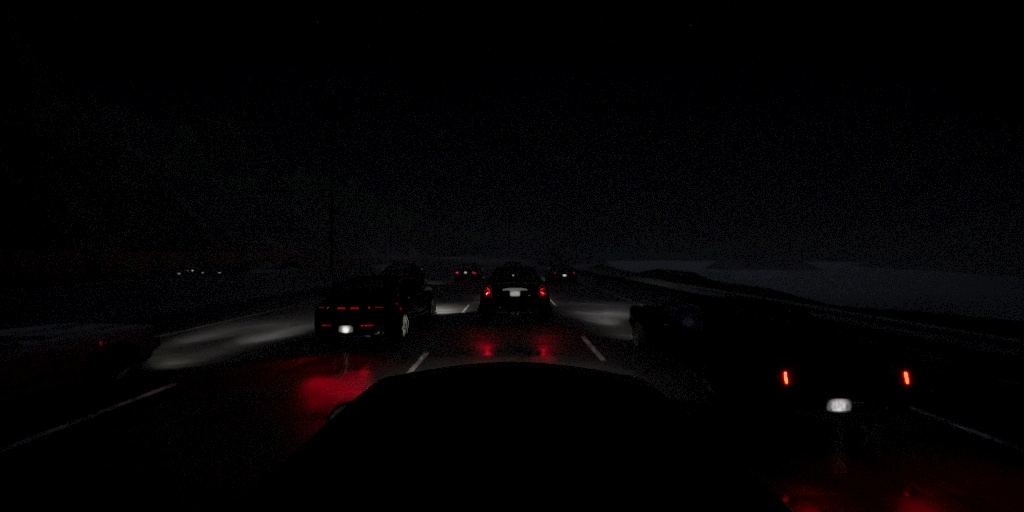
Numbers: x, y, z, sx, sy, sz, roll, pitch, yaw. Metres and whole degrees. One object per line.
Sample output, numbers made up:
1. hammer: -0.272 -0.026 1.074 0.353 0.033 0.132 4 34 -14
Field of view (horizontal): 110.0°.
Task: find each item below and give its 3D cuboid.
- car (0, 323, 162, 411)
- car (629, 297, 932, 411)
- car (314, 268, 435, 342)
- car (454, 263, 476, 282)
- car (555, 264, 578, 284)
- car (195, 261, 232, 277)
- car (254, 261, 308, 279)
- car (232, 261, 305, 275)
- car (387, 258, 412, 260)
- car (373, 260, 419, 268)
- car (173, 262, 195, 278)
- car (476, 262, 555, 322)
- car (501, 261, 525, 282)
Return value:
1. car: -6.904 1.351 3.927 1.895 1.301 4.718 0 0 0
2. car: 3.596 1.348 6.157 1.895 1.301 4.718 0 0 0
3. car: -3.406 1.251 9.767 1.837 1.490 4.892 0 0 0
4. car: -3.409 1.283 28.848 2.033 1.411 5.357 0 0 0
5. car: 3.592 1.300 26.444 1.994 1.385 4.181 0 0 0
6. car: -24.606 1.284 31.857 2.033 1.411 5.357 0 0 0
7. car: -21.103 1.242 33.063 1.837 1.490 4.892 0 0 0
8. car: -17.605 1.264 26.256 1.812 1.442 4.674 0 0 0
9. car: -17.539 1.248 55.725 1.812 1.442 4.674 0 0 0
10. car: -6.907 1.217 23.146 1.882 1.535 5.008 0 0 0
11. car: -28.101 1.229 32.731 2.128 1.511 4.902 0 0 0
12. car: 0.093 1.096 12.360 2.097 1.767 4.553 0 0 0
13. car: 0.090 1.239 30.063 1.837 1.490 4.892 0 0 0
